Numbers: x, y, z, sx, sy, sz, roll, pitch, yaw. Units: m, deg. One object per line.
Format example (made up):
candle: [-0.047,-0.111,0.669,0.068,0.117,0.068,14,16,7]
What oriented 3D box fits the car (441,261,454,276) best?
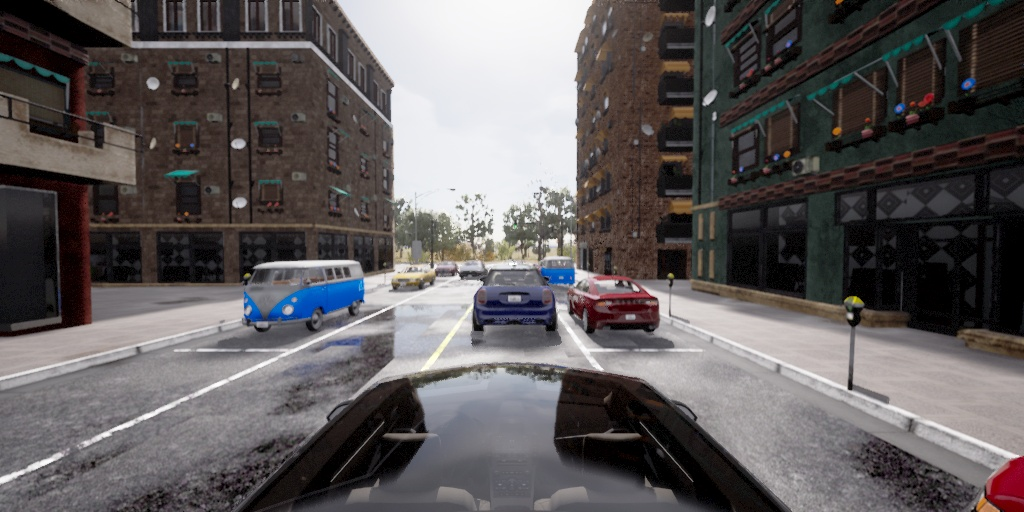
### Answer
car: [-5.790,1.091,32.374,1.802,1.307,4.207,0,0,0]

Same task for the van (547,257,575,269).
van: [2.689,0.937,21.382,1.690,1.789,3.998,0,0,0]

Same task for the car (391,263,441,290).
car: [-5.692,1.122,21.163,1.751,1.417,4.829,0,0,0]

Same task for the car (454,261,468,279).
car: [-3.084,1.082,29.130,2.033,1.411,5.357,0,0,0]

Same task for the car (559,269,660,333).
car: [2.689,1.228,10.333,1.888,1.381,4.507,0,0,0]

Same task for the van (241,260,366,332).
van: [-5.691,1.024,10.284,1.690,1.789,3.998,0,0,0]

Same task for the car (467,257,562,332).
car: [0.072,1.031,10.709,2.097,1.767,4.553,0,0,0]
